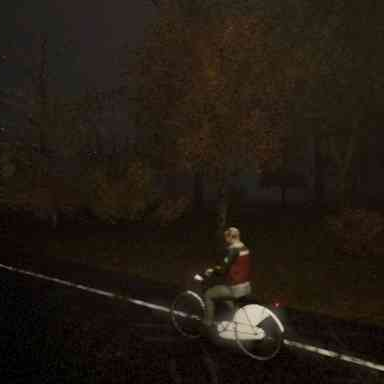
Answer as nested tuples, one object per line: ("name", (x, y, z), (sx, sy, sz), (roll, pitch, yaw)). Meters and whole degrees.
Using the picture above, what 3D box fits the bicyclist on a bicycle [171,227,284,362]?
("bicyclist on a bicycle", (0.401, 1.378, 4.765), (1.843, 1.776, 0.659), (0, 0, 36))
